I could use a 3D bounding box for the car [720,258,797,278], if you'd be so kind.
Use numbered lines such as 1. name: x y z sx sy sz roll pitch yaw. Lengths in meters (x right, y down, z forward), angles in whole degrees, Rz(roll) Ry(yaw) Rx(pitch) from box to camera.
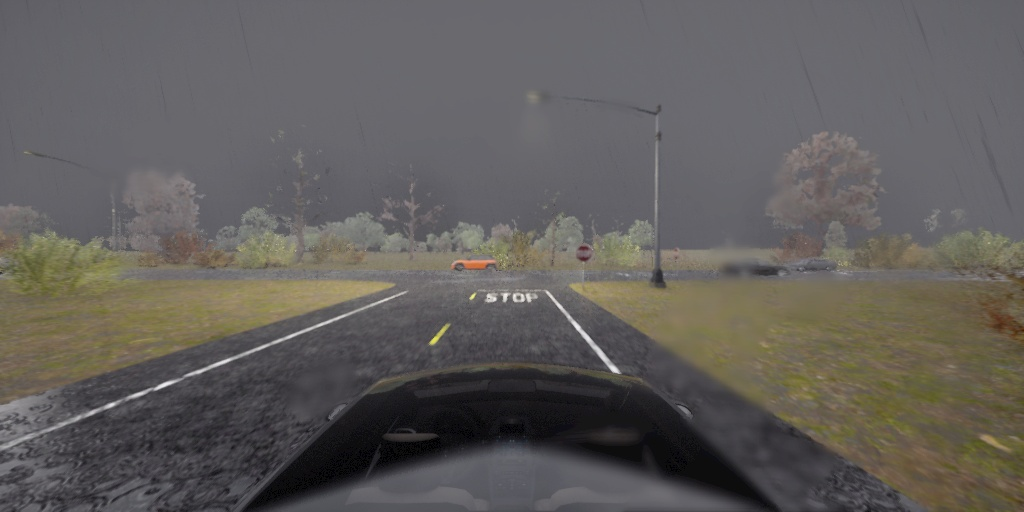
1. car: 19.556 0.952 28.902 5.008 1.535 1.882 0 1 -2

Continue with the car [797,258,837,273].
1. car: 29.974 0.943 36.227 4.902 1.511 2.128 -1 1 -2

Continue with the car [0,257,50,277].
1. car: -38.777 0.798 27.255 5.357 1.411 2.033 0 1 -2

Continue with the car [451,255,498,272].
1. car: -3.643 0.641 35.278 4.553 1.767 2.097 0 1 -1
